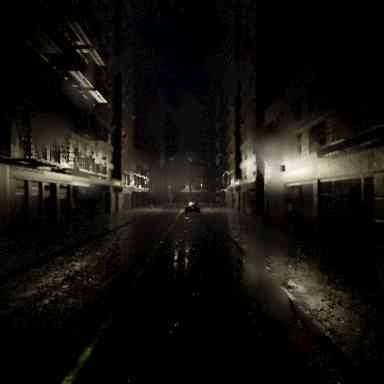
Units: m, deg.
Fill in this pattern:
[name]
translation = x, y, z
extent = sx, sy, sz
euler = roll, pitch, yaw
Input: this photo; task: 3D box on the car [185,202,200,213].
[car]
translation = 0.068, 2.083, 45.559
extent = 1.994, 1.385, 4.181
euler = 0, -1, 0
